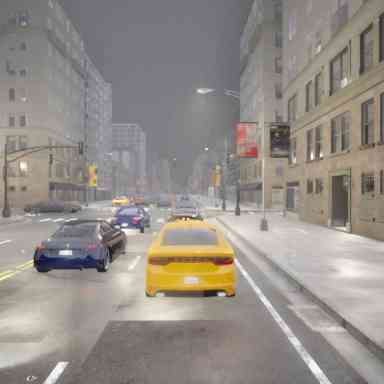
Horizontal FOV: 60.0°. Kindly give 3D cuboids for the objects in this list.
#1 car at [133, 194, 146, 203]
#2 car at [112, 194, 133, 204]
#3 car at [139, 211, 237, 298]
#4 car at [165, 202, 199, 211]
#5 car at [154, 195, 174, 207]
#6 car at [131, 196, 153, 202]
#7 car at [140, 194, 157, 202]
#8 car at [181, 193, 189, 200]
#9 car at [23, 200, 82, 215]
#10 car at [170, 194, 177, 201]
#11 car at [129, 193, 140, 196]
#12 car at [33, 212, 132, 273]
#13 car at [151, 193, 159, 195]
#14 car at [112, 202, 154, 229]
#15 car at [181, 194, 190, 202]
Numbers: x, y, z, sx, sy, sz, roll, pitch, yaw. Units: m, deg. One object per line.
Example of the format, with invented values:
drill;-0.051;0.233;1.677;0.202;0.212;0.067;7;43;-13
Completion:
car;-11.220;1.381;71.070;2.097;1.767;4.553;0;0;-1
car;-10.894;1.499;51.146;1.882;1.535;5.008;0;0;-1
car;-0.053;1.479;8.601;1.882;1.535;5.008;0;0;-1
car;-0.353;1.509;18.082;1.837;1.490;4.892;0;0;-1
car;-4.190;1.584;50.491;1.994;1.385;4.181;0;0;-1
car;-7.641;1.622;51.108;1.895;1.301;4.718;0;0;-1
car;-7.810;1.571;60.751;2.033;1.411;5.357;0;0;-1
car;-1.880;1.249;90.643;2.097;1.767;4.553;0;0;-1
car;-13.969;1.547;33.468;5.357;1.411;2.033;0;0;-1
car;-5.015;1.381;85.156;2.097;1.767;4.553;0;0;-1
car;-11.069;1.246;61.081;2.150;2.045;5.566;0;0;-1
car;-3.355;1.566;10.739;1.994;1.385;4.181;0;0;-1
car;-7.973;1.251;71.226;2.150;2.045;5.566;0;0;-1
car;-3.533;1.531;19.481;1.812;1.442;4.674;0;0;-1
car;-1.669;1.378;80.642;2.097;1.767;4.553;0;0;-1
